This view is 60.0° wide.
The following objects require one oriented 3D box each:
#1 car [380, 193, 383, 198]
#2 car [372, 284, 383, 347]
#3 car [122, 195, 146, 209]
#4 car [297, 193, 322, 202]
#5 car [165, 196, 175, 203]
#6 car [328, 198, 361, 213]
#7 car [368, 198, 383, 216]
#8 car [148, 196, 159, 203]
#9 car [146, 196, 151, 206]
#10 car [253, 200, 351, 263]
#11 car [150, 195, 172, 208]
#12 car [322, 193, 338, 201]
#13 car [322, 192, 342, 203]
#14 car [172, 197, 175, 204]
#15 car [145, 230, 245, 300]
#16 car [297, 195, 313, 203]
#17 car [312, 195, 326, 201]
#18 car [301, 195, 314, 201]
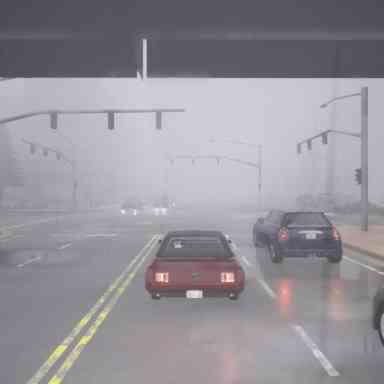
[{"bbox_3d":[39.115,1.152,65.724,1.932,1.855,4.605,0,0,0],"label":"car"},{"bbox_3d":[3.601,1.505,3.037,1.837,1.490,4.892,0,0,0],"label":"car"},{"bbox_3d":[-8.030,1.351,44.802,2.097,1.767,4.553,0,0,2],"label":"car"},{"bbox_3d":[16.663,1.153,48.163,1.932,1.855,4.605,0,0,0],"label":"car"},{"bbox_3d":[-4.516,1.600,69.454,1.895,1.301,4.718,0,0,0],"label":"car"},{"bbox_3d":[16.682,1.563,33.932,4.181,1.385,1.994,0,0,1],"label":"car"},{"bbox_3d":[19.266,1.504,30.398,4.892,1.490,1.837,0,0,1],"label":"car"},{"bbox_3d":[-8.014,1.524,69.049,1.812,1.442,4.674,0,0,0],"label":"car"},{"bbox_3d":[-8.012,1.477,53.968,1.882,1.535,5.008,0,1,0],"label":"car"},{"bbox_3d":[3.585,1.352,12.126,2.097,1.767,4.553,0,0,0],"label":"car"},{"bbox_3d":[-4.491,1.491,49.564,2.128,1.511,4.902,0,0,0],"label":"car"},{"bbox_3d":[33.525,1.152,80.771,1.932,1.855,4.605,0,0,0],"label":"car"},{"bbox_3d":[19.557,1.155,48.116,1.905,1.878,3.866,0,0,0],"label":"car"},{"bbox_3d":[-4.529,1.351,58.606,2.097,1.767,4.553,0,0,0],"label":"car"},{"bbox_3d":[0.070,1.601,8.361,1.895,1.301,4.718,0,0,0],"label":"car"},{"bbox_3d":[22.218,1.394,65.590,1.970,1.475,3.806,0,0,0],"label":"car"},{"bbox_3d":[30.842,1.363,80.714,1.784,1.438,3.905,0,0,0],"label":"car"},{"bbox_3d":[27.947,1.394,80.707,1.970,1.475,3.806,0,0,0],"label":"car"}]
